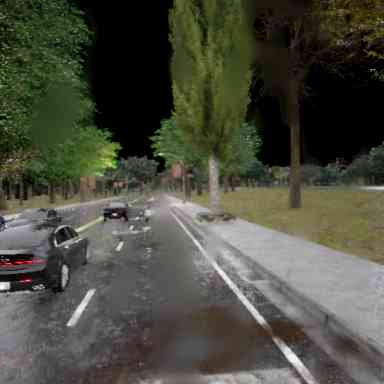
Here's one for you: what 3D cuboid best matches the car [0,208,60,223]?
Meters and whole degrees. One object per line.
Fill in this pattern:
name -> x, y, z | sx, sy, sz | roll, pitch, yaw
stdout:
car -> -8.557, 1.689, 18.479 | 1.837, 1.490, 4.892 | -2, 0, -6

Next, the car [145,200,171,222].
car -> -2.729, 1.567, 26.511 | 1.895, 1.301, 4.718 | -2, 0, -6

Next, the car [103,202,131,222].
car -> -6.115, 1.537, 27.557 | 1.882, 1.535, 5.008 | -2, 0, -6

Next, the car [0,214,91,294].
car -> -4.010, 1.597, 8.957 | 1.837, 1.490, 4.892 | -2, 0, -6

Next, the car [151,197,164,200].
car -> -4.595, 1.394, 42.960 | 2.128, 1.511, 4.902 | -2, 0, -6
